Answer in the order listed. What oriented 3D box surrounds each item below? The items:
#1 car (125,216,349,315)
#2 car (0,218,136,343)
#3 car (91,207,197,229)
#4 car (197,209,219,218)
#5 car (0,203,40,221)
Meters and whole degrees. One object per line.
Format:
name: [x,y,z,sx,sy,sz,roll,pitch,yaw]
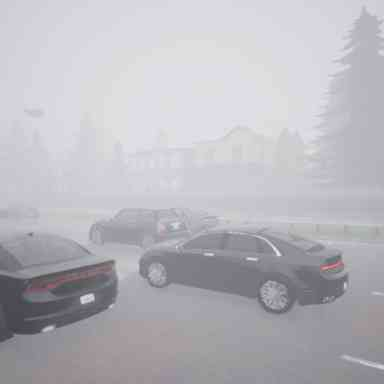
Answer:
car: [0.902,1.524,7.650,4.892,1.490,1.837,0,0,36]
car: [-3.632,1.514,6.586,5.008,1.535,1.882,0,0,36]
car: [-2.358,1.407,14.277,4.553,1.767,2.097,0,0,36]
car: [-0.825,1.550,17.483,4.902,1.511,2.128,0,0,36]
car: [-14.419,1.642,27.186,4.902,1.511,2.128,0,0,36]
